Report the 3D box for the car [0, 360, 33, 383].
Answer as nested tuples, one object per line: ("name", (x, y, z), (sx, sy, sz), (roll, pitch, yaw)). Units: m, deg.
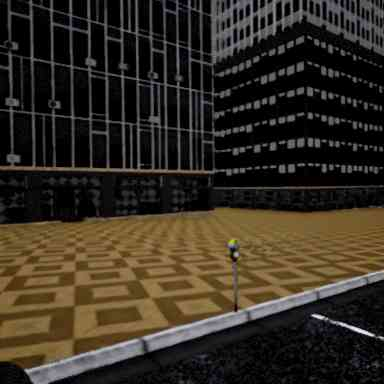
("car", (-2.787, 1.538, 0.926), (4.403, 1.369, 2.008), (0, -1, -35))
